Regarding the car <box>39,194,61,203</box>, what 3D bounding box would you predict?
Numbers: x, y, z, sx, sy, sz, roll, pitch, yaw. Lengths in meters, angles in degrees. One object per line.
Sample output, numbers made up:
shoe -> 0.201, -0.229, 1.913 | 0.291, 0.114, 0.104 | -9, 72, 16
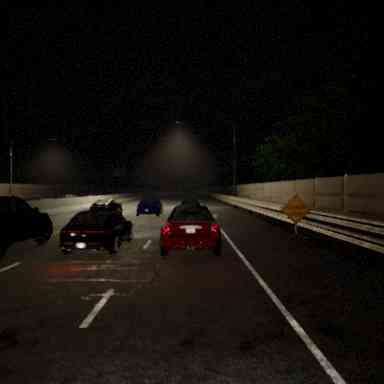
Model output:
car -> -24.889, 1.120, 58.571 | 1.812, 1.442, 4.674 | 0, 0, 0

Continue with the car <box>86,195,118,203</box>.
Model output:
car -> -7.132, 1.309, 27.973 | 2.128, 1.511, 4.902 | 0, 0, 0

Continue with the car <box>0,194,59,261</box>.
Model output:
car -> -7.041, 1.148, 11.885 | 2.150, 2.045, 5.566 | 0, 1, 0

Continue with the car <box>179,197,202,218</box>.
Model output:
car -> -0.129, 1.286, 29.214 | 1.882, 1.535, 5.008 | 0, 1, 0

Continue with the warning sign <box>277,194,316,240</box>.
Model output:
warning sign -> 4.450, 1.024, 14.244 | 1.300, 1.860, 1.060 | -1, 0, 0

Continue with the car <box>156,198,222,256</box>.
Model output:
car -> -0.038, 1.269, 12.963 | 2.097, 1.767, 4.553 | 0, 0, 0

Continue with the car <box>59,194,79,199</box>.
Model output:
car -> -21.388, 1.140, 58.721 | 2.033, 1.411, 5.357 | 0, 0, 0

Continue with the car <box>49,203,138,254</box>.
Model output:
car -> -3.538, 1.423, 13.024 | 1.837, 1.490, 4.892 | 0, 1, 0

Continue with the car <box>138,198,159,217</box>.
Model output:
car -> -3.627, 1.286, 29.190 | 1.882, 1.535, 5.008 | 0, 1, 0
